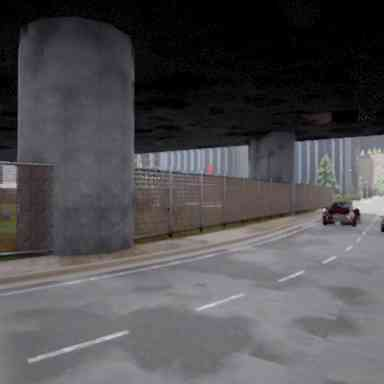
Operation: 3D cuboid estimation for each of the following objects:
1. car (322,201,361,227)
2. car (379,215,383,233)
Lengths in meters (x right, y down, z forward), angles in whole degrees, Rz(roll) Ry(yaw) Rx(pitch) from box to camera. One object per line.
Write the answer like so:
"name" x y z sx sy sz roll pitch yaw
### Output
"car" 10.781 1.477 23.845 2.097 1.767 4.553 0 0 32
"car" 12.449 1.645 19.928 2.033 1.411 5.357 0 0 32
